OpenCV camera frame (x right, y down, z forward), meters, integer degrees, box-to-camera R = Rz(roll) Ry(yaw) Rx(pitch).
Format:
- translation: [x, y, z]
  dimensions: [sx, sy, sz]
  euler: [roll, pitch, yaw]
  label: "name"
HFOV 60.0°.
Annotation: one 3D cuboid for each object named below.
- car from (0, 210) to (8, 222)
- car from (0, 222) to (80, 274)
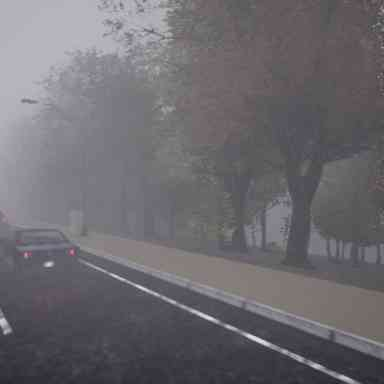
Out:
- translation: [-14.833, 2.020, 24.321]
  dimensions: [2.097, 1.767, 4.553]
  euler: [2, -2, -36]
  label: "car"
- translation: [-5.616, 1.940, 11.855]
  dimensions: [1.895, 1.301, 4.718]
  euler: [2, -2, -36]
  label: "car"
